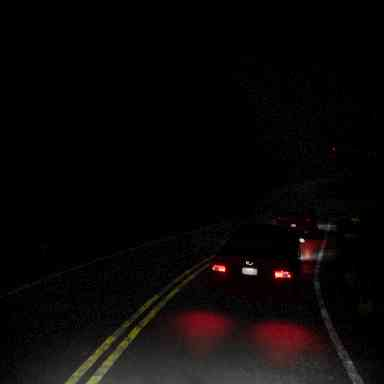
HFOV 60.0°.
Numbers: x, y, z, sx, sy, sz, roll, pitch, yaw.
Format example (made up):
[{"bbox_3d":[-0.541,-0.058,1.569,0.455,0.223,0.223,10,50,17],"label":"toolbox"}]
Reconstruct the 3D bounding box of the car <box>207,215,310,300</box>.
[{"bbox_3d":[1.868,1.549,8.661,2.033,1.411,5.357,2,0,18],"label":"car"}]

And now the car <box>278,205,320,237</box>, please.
[{"bbox_3d":[5.948,1.486,18.510,1.882,1.535,5.008,2,1,23],"label":"car"}]
